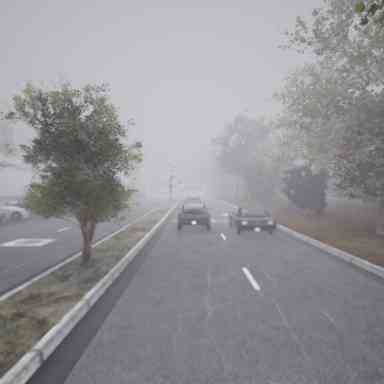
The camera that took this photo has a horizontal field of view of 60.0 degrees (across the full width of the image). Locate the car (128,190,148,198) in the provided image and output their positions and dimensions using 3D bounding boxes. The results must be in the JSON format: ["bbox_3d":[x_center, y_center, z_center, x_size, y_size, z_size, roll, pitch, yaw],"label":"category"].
[{"bbox_3d":[-13.612,0.512,83.181,4.553,1.767,2.185,-1,1,-19],"label":"car"}]

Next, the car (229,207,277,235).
[{"bbox_3d":[3.105,1.467,17.995,1.895,1.301,4.718,0,1,0],"label":"car"}]

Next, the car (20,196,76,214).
[{"bbox_3d":[-13.782,1.178,32.138,4.792,1.488,2.163,-1,1,-20],"label":"car"}]

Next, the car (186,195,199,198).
[{"bbox_3d":[0.110,1.052,38.643,2.128,1.511,4.902,0,1,0],"label":"car"}]

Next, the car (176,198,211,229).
[{"bbox_3d":[0.104,1.343,20.126,1.837,1.490,4.892,0,1,0],"label":"car"}]

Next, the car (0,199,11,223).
[{"bbox_3d":[-13.851,1.204,20.110,4.553,1.767,2.185,-1,1,-20],"label":"car"}]

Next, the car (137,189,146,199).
[{"bbox_3d":[-13.776,0.455,74.130,5.566,2.045,2.435,-1,1,-20],"label":"car"}]

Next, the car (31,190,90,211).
[{"bbox_3d":[-13.785,0.852,35.137,5.566,2.045,2.435,-1,1,-20],"label":"car"}]

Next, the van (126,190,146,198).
[{"bbox_3d":[-13.588,0.433,80.202,4.442,1.987,1.878,-1,0,-19],"label":"van"}]

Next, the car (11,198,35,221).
[{"bbox_3d":[-13.818,1.328,23.122,4.674,1.452,2.002,-1,1,-20],"label":"car"}]
